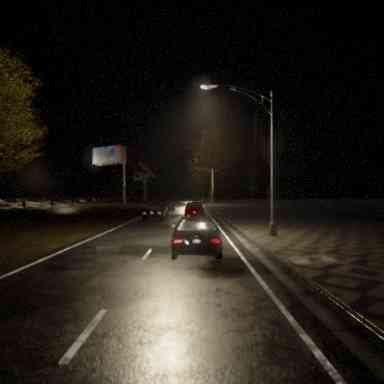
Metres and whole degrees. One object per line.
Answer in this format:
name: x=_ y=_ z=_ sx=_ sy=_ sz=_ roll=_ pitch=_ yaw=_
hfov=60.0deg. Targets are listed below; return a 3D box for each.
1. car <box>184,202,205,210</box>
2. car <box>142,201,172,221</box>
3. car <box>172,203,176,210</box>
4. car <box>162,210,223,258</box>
car: x=0.240 y=1.739 z=33.026 sx=1.882 sy=1.535 sz=5.008 roll=0 pitch=0 yaw=0
car: x=-3.284 y=1.795 z=30.071 sx=2.033 sy=1.411 sz=5.357 roll=0 pitch=0 yaw=1
car: x=-3.268 y=1.924 z=44.305 sx=1.994 sy=1.385 sz=4.181 roll=0 pitch=0 yaw=1
car: x=0.159 y=1.652 z=13.177 sx=2.033 sy=1.411 sz=5.357 roll=0 pitch=0 yaw=0
